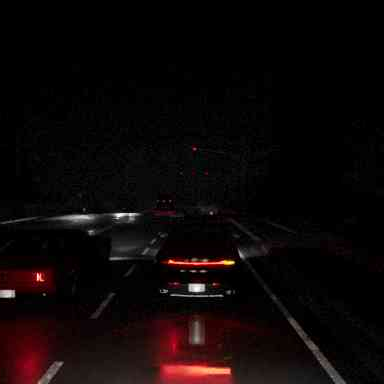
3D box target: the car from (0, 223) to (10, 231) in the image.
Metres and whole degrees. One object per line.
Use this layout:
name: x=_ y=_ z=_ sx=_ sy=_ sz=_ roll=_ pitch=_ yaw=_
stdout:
car: x=-7.108 y=1.601 z=10.253 sx=1.895 sy=1.301 sz=4.718 roll=0 pitch=0 yaw=0

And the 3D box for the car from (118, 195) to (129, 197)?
car: x=-10.542 y=1.139 z=50.773 sx=1.812 sy=1.442 sz=4.674 roll=0 pitch=0 yaw=0

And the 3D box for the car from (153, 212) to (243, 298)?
car: x=0.188 y=1.505 z=8.508 sx=1.837 sy=1.490 sz=4.892 roll=0 pitch=0 yaw=2

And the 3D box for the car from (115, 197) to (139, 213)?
car: x=-7.120 y=1.564 z=36.788 sx=1.994 sy=1.385 sz=4.181 roll=0 pitch=0 yaw=0

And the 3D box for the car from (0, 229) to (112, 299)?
car: x=-3.420 y=1.601 z=8.394 sx=1.895 sy=1.301 sz=4.718 roll=0 pitch=0 yaw=0

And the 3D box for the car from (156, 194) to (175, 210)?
car: x=-3.435 y=1.222 z=43.210 sx=2.150 sy=2.045 sz=5.566 roll=0 pitch=0 yaw=0

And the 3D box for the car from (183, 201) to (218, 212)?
car: x=0.756 y=1.527 z=29.673 sx=1.812 sy=1.442 sz=4.674 roll=-1 pitch=0 yaw=-22

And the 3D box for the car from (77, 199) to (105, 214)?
car: x=-10.621 y=1.491 z=35.234 sx=2.128 sy=1.511 sz=4.902 roll=0 pitch=0 yaw=0
